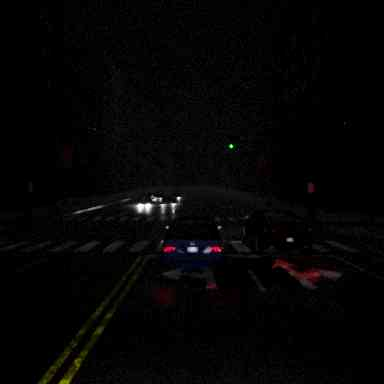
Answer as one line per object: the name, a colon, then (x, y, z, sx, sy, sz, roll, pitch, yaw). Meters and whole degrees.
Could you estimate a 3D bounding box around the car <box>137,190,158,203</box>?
car: (-6.593, 0.727, 47.613, 2.128, 1.511, 4.902, 0, 2, 0)

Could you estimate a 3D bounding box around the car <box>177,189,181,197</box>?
car: (-3.257, 0.242, 66.916, 1.837, 1.490, 4.892, 0, 2, 0)

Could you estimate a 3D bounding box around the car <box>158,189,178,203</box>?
car: (-3.344, 0.761, 47.631, 1.812, 1.442, 4.674, 0, 2, 0)

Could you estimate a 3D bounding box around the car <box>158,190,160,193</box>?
car: (-6.507, 0.334, 66.888, 1.895, 1.301, 4.718, 0, 2, 0)

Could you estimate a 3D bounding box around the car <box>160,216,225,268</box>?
car: (0.037, 1.510, 11.079, 2.033, 1.411, 5.357, 0, 0, 1)

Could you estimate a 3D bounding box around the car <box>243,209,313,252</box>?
car: (3.308, 1.421, 13.638, 1.882, 1.535, 5.008, 0, 1, 0)
